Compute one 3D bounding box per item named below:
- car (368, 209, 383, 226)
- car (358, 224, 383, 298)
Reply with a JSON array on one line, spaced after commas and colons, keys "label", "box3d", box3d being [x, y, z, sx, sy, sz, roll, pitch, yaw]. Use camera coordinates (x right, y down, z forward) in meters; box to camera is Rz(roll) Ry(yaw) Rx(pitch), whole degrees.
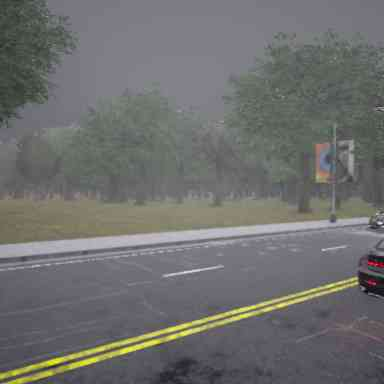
[{"label": "car", "box3d": [13.037, 1.638, 20.970, 4.892, 1.490, 1.837, 0, 0, -35]}, {"label": "car", "box3d": [5.635, 1.560, 7.471, 4.892, 1.490, 1.837, 0, 0, -35]}]
